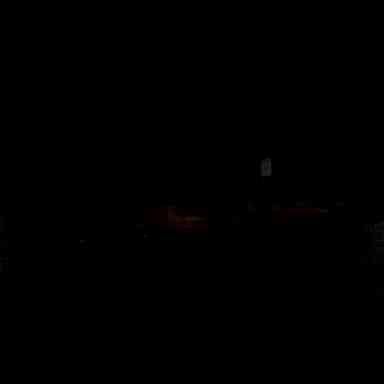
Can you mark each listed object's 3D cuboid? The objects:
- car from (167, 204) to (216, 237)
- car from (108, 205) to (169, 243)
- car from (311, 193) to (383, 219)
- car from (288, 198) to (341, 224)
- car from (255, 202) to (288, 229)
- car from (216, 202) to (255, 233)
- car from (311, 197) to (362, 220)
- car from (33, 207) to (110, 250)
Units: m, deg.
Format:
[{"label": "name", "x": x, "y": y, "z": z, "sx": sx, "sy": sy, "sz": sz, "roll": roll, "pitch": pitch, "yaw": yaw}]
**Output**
[{"label": "car", "x": -1.285, "y": 1.443, "z": 18.138, "sx": 1.946, "sy": 1.575, "sz": 5.366, "roll": 0, "pitch": 0, "yaw": -36}, {"label": "car", "x": -3.422, "y": 1.484, "z": 16.348, "sx": 2.163, "sy": 1.488, "sz": 4.792, "roll": 0, "pitch": 0, "yaw": -36}, {"label": "car", "x": 12.386, "y": 1.146, "z": 27.674, "sx": 2.435, "sy": 2.045, "sz": 5.566, "roll": 0, "pitch": 0, "yaw": -36}, {"label": "car", "x": 7.853, "y": 1.414, "z": 24.457, "sx": 2.097, "sy": 1.535, "sz": 5.008, "roll": 0, "pitch": 0, "yaw": -36}, {"label": "car", "x": 3.241, "y": 1.431, "z": 21.149, "sx": 2.097, "sy": 1.535, "sz": 5.008, "roll": 0, "pitch": 0, "yaw": -36}, {"label": "car", "x": 1.066, "y": 1.468, "z": 19.625, "sx": 2.163, "sy": 1.488, "sz": 4.792, "roll": 0, "pitch": 0, "yaw": -36}, {"label": "car", "x": 10.117, "y": 1.407, "z": 26.070, "sx": 2.231, "sy": 1.521, "sz": 4.892, "roll": 0, "pitch": 0, "yaw": -36}, {"label": "car", "x": -5.683, "y": 1.493, "z": 14.734, "sx": 2.163, "sy": 1.488, "sz": 4.792, "roll": 0, "pitch": 0, "yaw": -36}]
